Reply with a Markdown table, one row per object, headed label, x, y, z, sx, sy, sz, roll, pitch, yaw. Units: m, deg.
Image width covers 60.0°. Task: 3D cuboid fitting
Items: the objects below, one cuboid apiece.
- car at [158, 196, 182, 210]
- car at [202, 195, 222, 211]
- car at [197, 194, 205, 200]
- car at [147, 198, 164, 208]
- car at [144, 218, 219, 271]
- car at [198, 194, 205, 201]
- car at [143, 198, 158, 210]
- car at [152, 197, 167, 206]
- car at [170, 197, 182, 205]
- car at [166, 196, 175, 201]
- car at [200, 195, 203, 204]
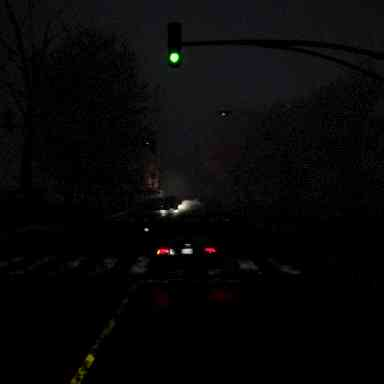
| label | x | y | z | sx | sy | sz | roll | pitch | yaw |
| --- | --- | --- | --- | --- | --- | --- | --- | --- | --- |
| car | -2.835 | 1.375 | 43.326 | 2.097 | 1.767 | 4.553 | 0 | 0 | 0 |
| car | 2.615 | 1.462 | 40.487 | 1.967 | 1.590 | 4.097 | -1 | 0 | 0 |
| car | 2.567 | 1.504 | 94.695 | 1.967 | 1.590 | 4.097 | -1 | 0 | 0 |
| car | -5.317 | 1.592 | 49.191 | 1.947 | 1.339 | 4.313 | -1 | 0 | 0 |
| car | -0.527 | 1.553 | 10.930 | 2.033 | 1.411 | 5.357 | 0 | 0 | -9 |
| car | 2.565 | 1.604 | 66.253 | 1.947 | 1.339 | 4.313 | -1 | 0 | 0 |
| car | -5.320 | 1.589 | 43.504 | 1.947 | 1.339 | 4.313 | -1 | 0 | 0 |
| car | -5.317 | 1.595 | 54.880 | 1.947 | 1.339 | 4.313 | -1 | 0 | 0 |
| car | -2.792 | 1.633 | 59.388 | 1.895 | 1.301 | 4.718 | 0 | 0 | 1 |
| car | -5.313 | 1.603 | 83.323 | 2.008 | 1.369 | 4.403 | -1 | 0 | 0 |
| car | 2.563 | 1.571 | 49.187 | 1.887 | 1.381 | 4.507 | -1 | 0 | 0 |
